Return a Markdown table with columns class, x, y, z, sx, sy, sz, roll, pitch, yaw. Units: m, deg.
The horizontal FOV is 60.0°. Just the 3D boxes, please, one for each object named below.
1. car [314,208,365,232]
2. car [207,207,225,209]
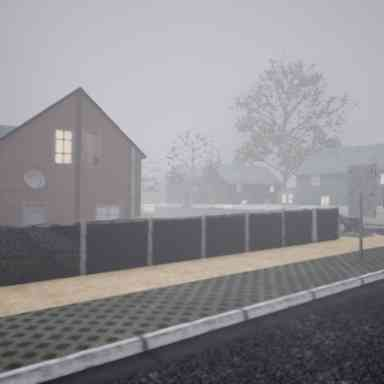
| class | x | y | z | sx | sy | sz | roll | pitch | yaw |
| --- | --- | --- | --- | --- | --- | --- | --- | --- | --- |
| car | 9.080 | 1.860 | 22.708 | 1.882 | 1.535 | 5.008 | 1 | -2 | -37 |
| car | 2.488 | 2.184 | 31.963 | 1.812 | 1.442 | 4.674 | 1 | -2 | -35 |
